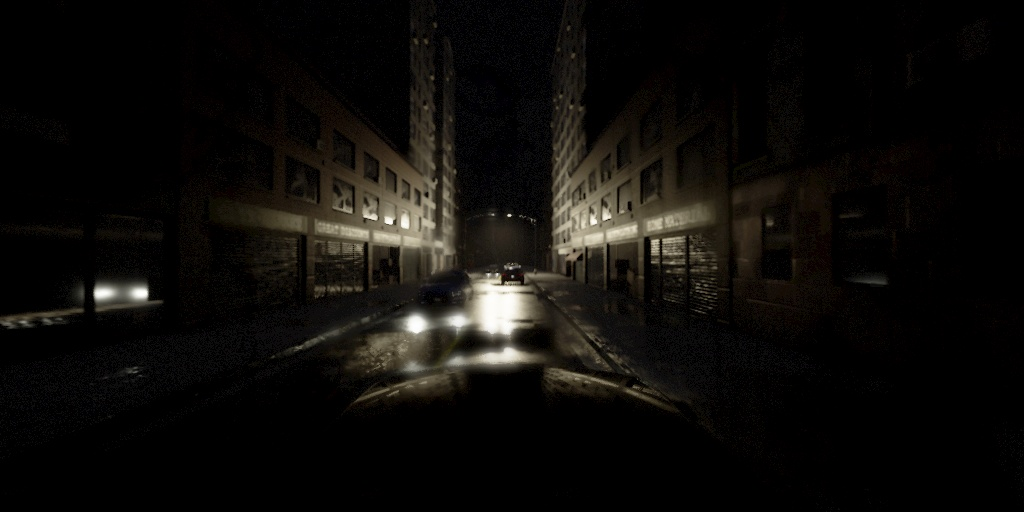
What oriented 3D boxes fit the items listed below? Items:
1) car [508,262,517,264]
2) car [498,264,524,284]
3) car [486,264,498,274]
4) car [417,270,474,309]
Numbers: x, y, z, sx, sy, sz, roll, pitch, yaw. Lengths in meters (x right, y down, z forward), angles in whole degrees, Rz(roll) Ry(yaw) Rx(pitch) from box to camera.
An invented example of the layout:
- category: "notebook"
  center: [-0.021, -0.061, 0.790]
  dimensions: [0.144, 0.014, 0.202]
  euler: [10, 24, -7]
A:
- category: "car"
  center: [0.066, 1.672, 45.686]
  dimensions: [2.097, 1.767, 4.553]
  euler: [0, -1, 0]
- category: "car"
  center: [0.070, 1.692, 31.455]
  dimensions: [1.994, 1.385, 4.181]
  euler: [0, -1, 0]
- category: "car"
  center: [-2.871, 1.996, 54.903]
  dimensions: [2.033, 1.411, 5.357]
  euler: [0, -1, 0]
- category: "car"
  center: [-2.859, 1.409, 16.246]
  dimensions: [1.882, 1.535, 5.008]
  euler: [0, 0, 0]
